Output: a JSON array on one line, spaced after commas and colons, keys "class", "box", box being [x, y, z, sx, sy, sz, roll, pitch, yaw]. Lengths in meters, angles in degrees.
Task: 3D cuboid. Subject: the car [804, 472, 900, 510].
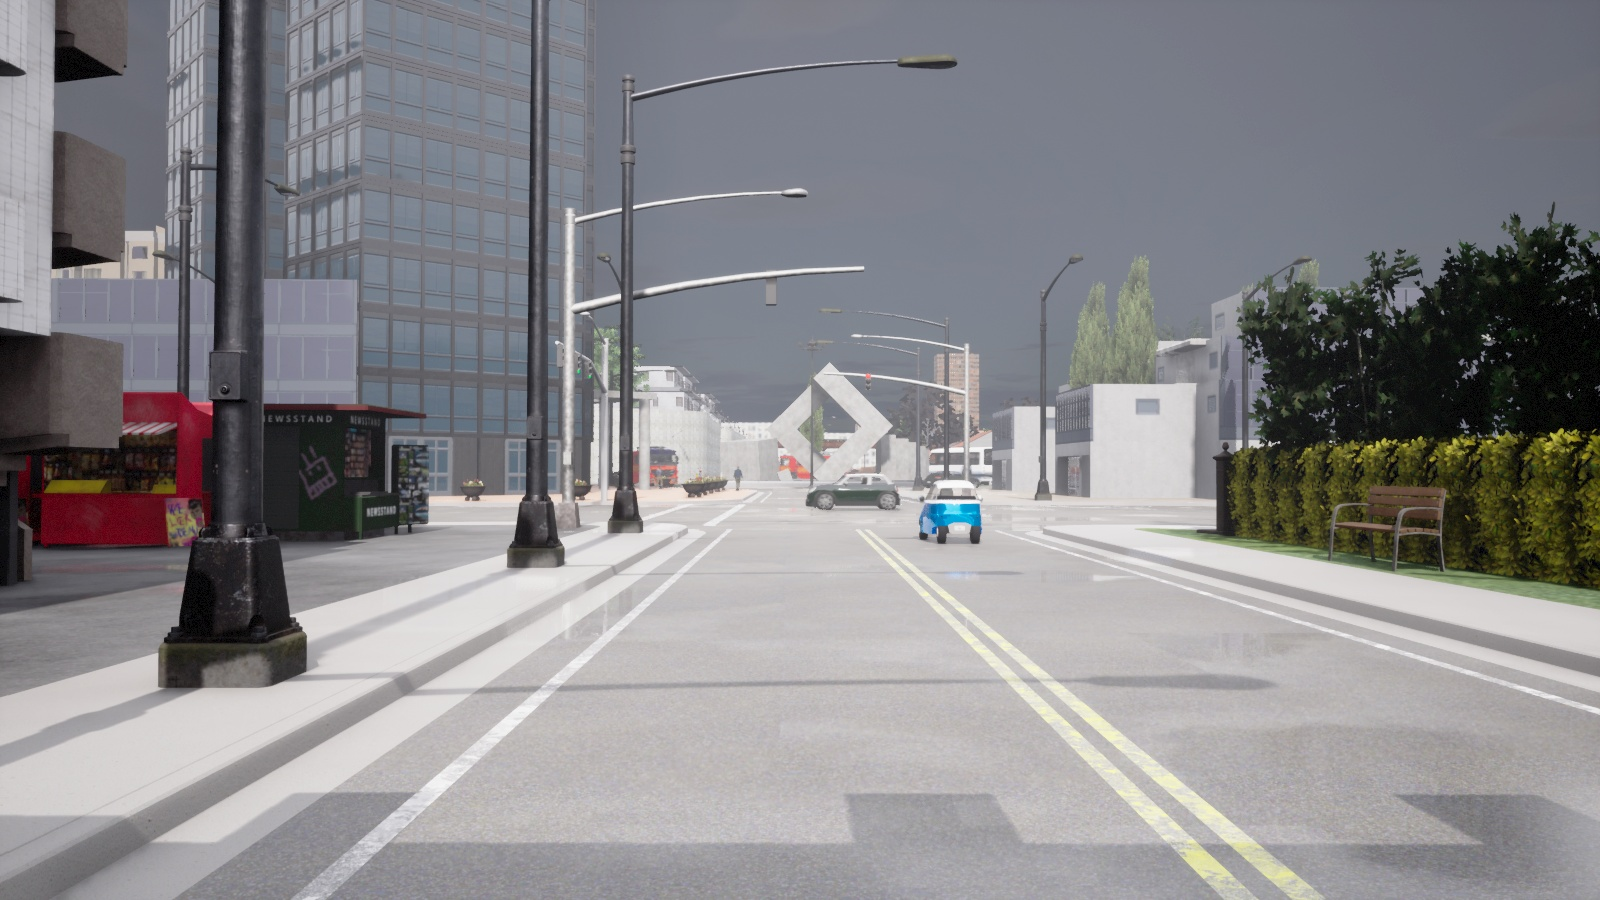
[{"class": "car", "box": [2.072, 1.646, 51.027, 3.806, 1.475, 1.970, -1, -1, -1]}]

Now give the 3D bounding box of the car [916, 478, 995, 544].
[{"class": "car", "box": [3.429, 1.324, 27.981, 1.481, 1.376, 2.207, 0, -1, 0]}]
